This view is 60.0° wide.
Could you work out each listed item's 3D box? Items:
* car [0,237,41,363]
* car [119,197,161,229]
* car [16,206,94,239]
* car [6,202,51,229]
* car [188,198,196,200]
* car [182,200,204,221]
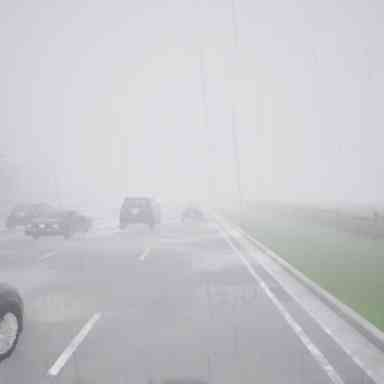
[{"bbox_3d":[-3.401,1.520,3.021,1.837,1.490,4.892,0,0,0],"label":"car"},{"bbox_3d":[-3.400,1.328,22.488,2.150,2.045,5.566,0,0,0],"label":"car"},{"bbox_3d":[-6.900,1.632,17.817,2.033,1.411,5.357,0,0,0],"label":"car"},{"bbox_3d":[-10.400,1.459,22.415,2.097,1.767,4.553,0,0,0],"label":"car"},{"bbox_3d":[0.000,1.719,55.574,1.801,1.575,5.366,0,0,0],"label":"car"},{"bbox_3d":[0.063,1.663,28.948,1.812,1.442,4.674,0,0,0],"label":"car"}]
